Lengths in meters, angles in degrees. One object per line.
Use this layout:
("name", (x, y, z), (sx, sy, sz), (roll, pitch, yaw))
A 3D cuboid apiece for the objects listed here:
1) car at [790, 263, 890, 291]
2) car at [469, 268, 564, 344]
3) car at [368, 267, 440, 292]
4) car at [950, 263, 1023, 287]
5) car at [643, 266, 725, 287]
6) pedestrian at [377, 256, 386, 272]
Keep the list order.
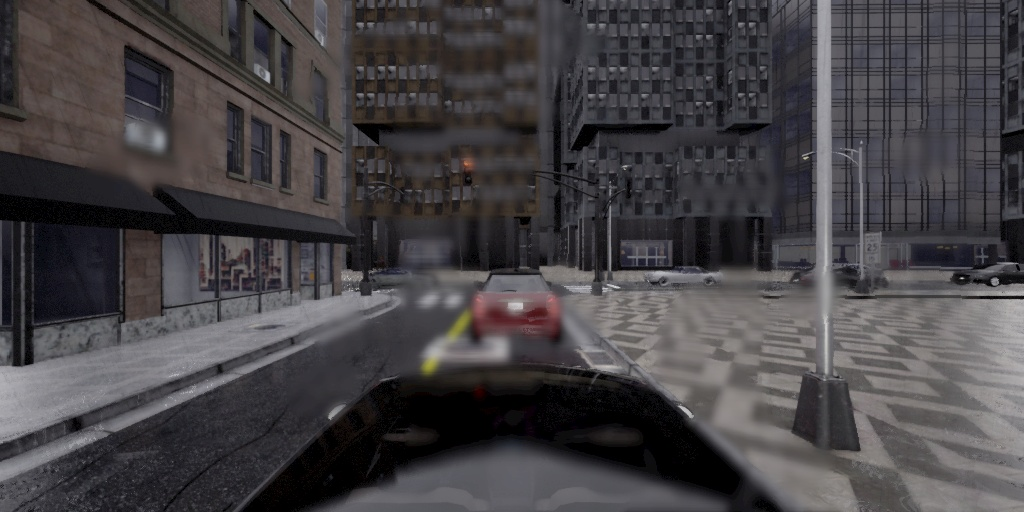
("car", (18.496, 1.247, 20.365), (4.674, 1.442, 1.812), (0, 0, 1))
("car", (0.069, 1.102, 9.731), (2.097, 1.767, 4.553), (0, 0, -1))
("car", (-6.299, 1.320, 20.637), (4.181, 1.385, 1.994), (0, 0, 1))
("car", (31.807, 1.209, 23.409), (4.892, 1.490, 1.837), (0, 0, 1))
("car", (11.195, 1.333, 23.647), (4.718, 1.301, 1.895), (0, 0, 1))
("pedestrian", (-9.838, 0.903, 26.913), (0.375, 1.860, 0.375), (0, 0, 1))
